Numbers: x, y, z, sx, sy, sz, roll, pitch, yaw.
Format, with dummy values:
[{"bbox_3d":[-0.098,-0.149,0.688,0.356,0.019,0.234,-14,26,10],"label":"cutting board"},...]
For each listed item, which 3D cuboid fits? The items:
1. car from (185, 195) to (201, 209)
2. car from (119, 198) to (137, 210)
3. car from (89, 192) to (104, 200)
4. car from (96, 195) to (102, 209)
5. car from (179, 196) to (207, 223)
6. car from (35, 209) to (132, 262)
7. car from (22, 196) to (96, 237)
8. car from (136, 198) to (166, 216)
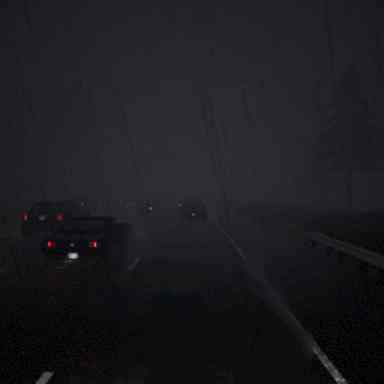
[{"bbox_3d":[0.089,1.176,41.006,1.882,1.535,5.008,0,0,0],"label":"car"},{"bbox_3d":[-6.910,1.322,37.954,1.895,1.301,4.718,0,0,0],"label":"car"},{"bbox_3d":[-21.019,0.816,73.617,2.097,1.767,4.553,0,0,0],"label":"car"},{"bbox_3d":[-10.408,1.122,31.274,2.097,1.767,4.553,0,0,0],"label":"car"},{"bbox_3d":[0.093,1.300,24.078,1.882,1.535,5.008,0,0,0],"label":"car"},{"bbox_3d":[-3.403,1.514,11.750,1.895,1.301,4.718,0,0,0],"label":"car"},{"bbox_3d":[-6.905,1.224,17.424,2.097,1.767,4.553,0,0,0],"label":"car"},{"bbox_3d":[-3.409,1.345,29.733,1.994,1.385,4.181,0,0,0],"label":"car"}]
